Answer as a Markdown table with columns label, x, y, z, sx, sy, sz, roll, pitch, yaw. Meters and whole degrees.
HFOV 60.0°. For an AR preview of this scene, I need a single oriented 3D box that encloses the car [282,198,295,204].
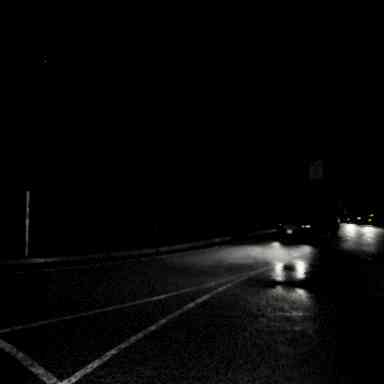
| label | x | y | z | sx | sy | sz | roll | pitch | yaw |
| --- | --- | --- | --- | --- | --- | --- | --- | --- | --- |
| car | 13.457 | 1.980 | 54.494 | 5.366 | 1.575 | 1.946 | 1 | -2 | 40 |

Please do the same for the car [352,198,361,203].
| label | x | y | z | sx | sy | sz | roll | pitch | yaw |
| --- | --- | --- | --- | --- | --- | --- | --- | --- | --- |
| car | 16.352 | 1.779 | 38.612 | 5.008 | 1.535 | 2.097 | 1 | -1 | 40 |

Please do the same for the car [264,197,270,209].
| label | x | y | z | sx | sy | sz | roll | pitch | yaw |
| --- | --- | --- | --- | --- | --- | --- | --- | --- | --- |
| car | 8.120 | 1.679 | 47.870 | 4.892 | 1.521 | 2.231 | 1 | -1 | 40 |

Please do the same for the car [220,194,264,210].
| label | x | y | z | sx | sy | sz | roll | pitch | yaw |
| --- | --- | --- | --- | --- | --- | --- | --- | --- | --- |
| car | 6.431 | 1.344 | 45.815 | 5.566 | 2.045 | 2.435 | 1 | -1 | 40 |

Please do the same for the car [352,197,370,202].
| label | x | y | z | sx | sy | sz | roll | pitch | yaw |
| --- | --- | --- | --- | --- | --- | --- | --- | --- | --- |
| car | 18.215 | 1.619 | 40.866 | 5.566 | 2.045 | 2.435 | 1 | -1 | 40 |

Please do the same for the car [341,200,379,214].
| label | x | y | z | sx | sy | sz | roll | pitch | yaw |
| --- | --- | --- | --- | --- | --- | --- | --- | --- | --- |
| car | 24.160 | 2.094 | 47.911 | 4.553 | 1.767 | 2.185 | 1 | -2 | 40 |

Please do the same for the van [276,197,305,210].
| label | x | y | z | sx | sy | sz | roll | pitch | yaw |
| --- | --- | --- | --- | --- | --- | --- | --- | --- | --- |
| van | 17.216 | 1.995 | 58.465 | 4.442 | 1.987 | 1.878 | 1 | -2 | 40 |

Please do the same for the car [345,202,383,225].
| label | x | y | z | sx | sy | sz | roll | pitch | yaw |
| --- | --- | --- | --- | --- | --- | --- | --- | --- | --- |
| car | 13.564 | 1.754 | 25.914 | 1.994 | 1.385 | 4.181 | 1 | 0 | 41 |

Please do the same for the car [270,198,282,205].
| label | x | y | z | sx | sy | sz | roll | pitch | yaw |
| --- | --- | --- | --- | --- | --- | --- | --- | --- | --- |
| car | 9.938 | 1.518 | 49.999 | 5.566 | 2.045 | 2.435 | 1 | -1 | 40 |

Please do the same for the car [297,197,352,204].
| label | x | y | z | sx | sy | sz | roll | pitch | yaw |
| --- | --- | --- | --- | --- | --- | --- | --- | --- | --- |
| car | 14.387 | 1.559 | 36.305 | 4.553 | 1.767 | 2.185 | 1 | -1 | 40 |

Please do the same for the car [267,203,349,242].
| label | x | y | z | sx | sy | sz | roll | pitch | yaw |
| --- | --- | --- | --- | --- | --- | --- | --- | --- | --- |
| car | 6.086 | 1.576 | 17.175 | 2.128 | 1.511 | 4.902 | 1 | 0 | 41 |

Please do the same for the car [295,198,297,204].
| label | x | y | z | sx | sy | sz | roll | pitch | yaw |
| --- | --- | --- | --- | --- | --- | --- | --- | --- | --- |
| car | 15.174 | 2.091 | 56.524 | 5.366 | 1.575 | 1.946 | 1 | -2 | 40 |
